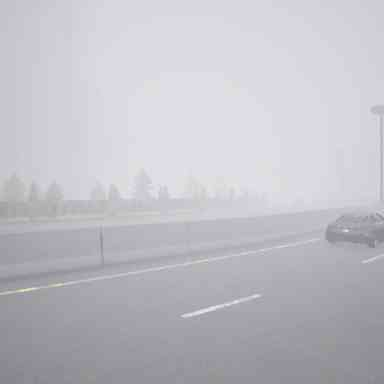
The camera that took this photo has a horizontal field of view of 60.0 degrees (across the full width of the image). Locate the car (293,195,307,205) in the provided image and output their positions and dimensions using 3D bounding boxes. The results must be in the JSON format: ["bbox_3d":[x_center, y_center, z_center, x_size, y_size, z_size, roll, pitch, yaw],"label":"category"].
[{"bbox_3d":[21.283,1.736,66.495,1.837,1.490,4.892,0,0,14],"label":"car"}]

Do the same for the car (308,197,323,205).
[{"bbox_3d":[24.722,1.697,65.839,1.882,1.535,5.008,0,0,14],"label":"car"}]

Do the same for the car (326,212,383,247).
[{"bbox_3d":[7.823,1.587,15.210,4.181,1.385,1.994,0,0,-44],"label":"car"}]

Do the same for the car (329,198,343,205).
[{"bbox_3d":[28.164,1.857,65.171,1.895,1.301,4.718,0,0,14],"label":"car"}]
